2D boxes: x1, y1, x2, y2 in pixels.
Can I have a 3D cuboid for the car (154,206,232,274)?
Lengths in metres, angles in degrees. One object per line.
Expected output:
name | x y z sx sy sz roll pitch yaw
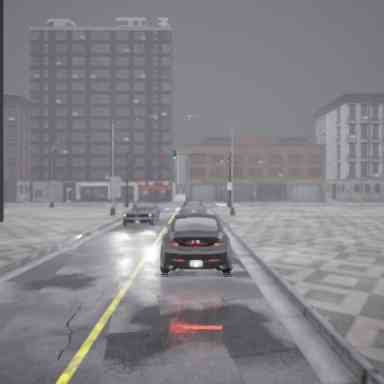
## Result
car | 0.099 1.383 10.146 1.837 1.490 4.892 0 1 0

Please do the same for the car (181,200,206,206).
car | 0.100 1.277 25.378 1.994 1.385 4.181 0 1 0

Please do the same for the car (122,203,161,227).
car | -3.080 1.362 20.943 1.895 1.301 4.718 0 1 0
